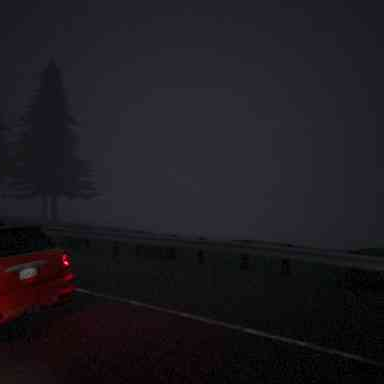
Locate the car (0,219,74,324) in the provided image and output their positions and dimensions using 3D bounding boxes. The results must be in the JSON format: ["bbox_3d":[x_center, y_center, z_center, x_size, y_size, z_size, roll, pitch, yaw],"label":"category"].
[{"bbox_3d":[-4.466,1.319,6.412,4.553,1.767,2.097,0,0,30],"label":"car"}]
